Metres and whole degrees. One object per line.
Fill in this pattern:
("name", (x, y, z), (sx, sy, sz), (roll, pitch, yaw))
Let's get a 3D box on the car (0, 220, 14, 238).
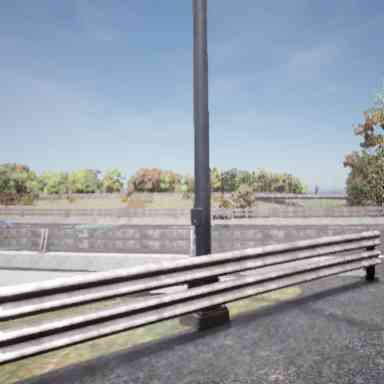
("car", (-11.894, 1.767, 17.721), (4.553, 1.767, 2.097), (-1, 0, 14))
